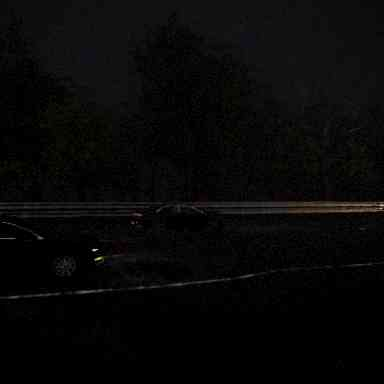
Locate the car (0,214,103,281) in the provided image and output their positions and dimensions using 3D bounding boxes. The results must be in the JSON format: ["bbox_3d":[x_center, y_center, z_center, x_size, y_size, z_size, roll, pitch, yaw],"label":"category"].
[{"bbox_3d":[-4.628,1.292,7.888,4.892,1.490,1.837,1,0,-23],"label":"car"}]

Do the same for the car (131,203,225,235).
[{"bbox_3d":[-0.662,1.324,17.193,4.902,1.511,2.128,1,0,-23],"label":"car"}]
